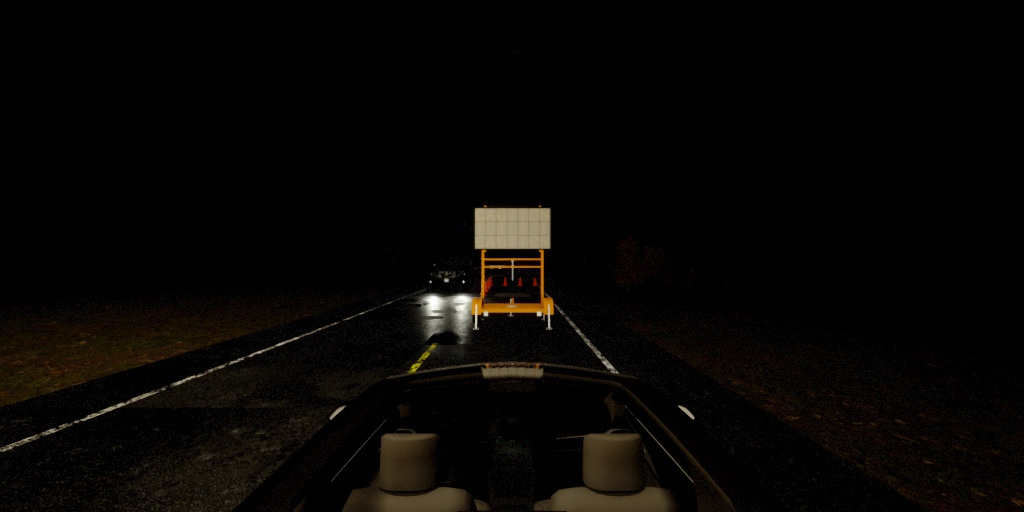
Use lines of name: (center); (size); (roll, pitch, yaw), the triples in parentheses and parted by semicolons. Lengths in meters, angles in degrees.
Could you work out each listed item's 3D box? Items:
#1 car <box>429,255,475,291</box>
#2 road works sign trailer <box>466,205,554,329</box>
car: (-3.559, 0.975, 22.236); (2.150, 2.045, 5.566); (0, 0, 0)
road works sign trailer: (0.019, 0.215, 11.173); (2.380, 3.560, 2.880); (0, 0, 0)
